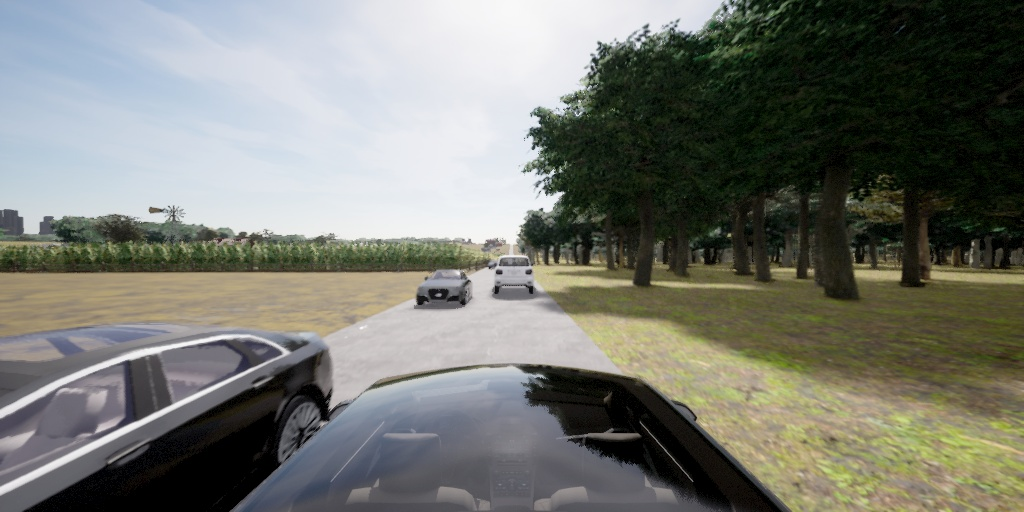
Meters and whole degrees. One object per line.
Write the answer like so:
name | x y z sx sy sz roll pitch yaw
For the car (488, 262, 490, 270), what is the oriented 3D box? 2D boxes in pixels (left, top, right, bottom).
car | -2.771 1.380 56.352 1.812 1.442 4.674 0 0 1

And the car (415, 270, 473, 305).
car | -2.842 1.308 15.840 1.994 1.385 4.181 0 0 0

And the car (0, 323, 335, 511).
car | -2.822 1.242 1.869 2.128 1.511 4.902 0 0 0

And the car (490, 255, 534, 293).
car | 0.108 0.973 20.911 2.150 2.045 5.566 0 0 0
